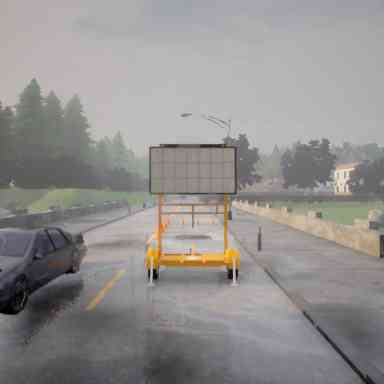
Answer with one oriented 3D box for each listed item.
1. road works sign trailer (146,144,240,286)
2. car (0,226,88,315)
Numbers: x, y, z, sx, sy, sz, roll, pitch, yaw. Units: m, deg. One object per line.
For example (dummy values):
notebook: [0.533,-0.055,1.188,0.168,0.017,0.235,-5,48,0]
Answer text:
road works sign trailer: [0.026,0.464,9.353,2.380,3.560,2.880,0,0,0]
car: [-4.078,1.547,7.825,2.033,1.411,5.357,0,0,0]
